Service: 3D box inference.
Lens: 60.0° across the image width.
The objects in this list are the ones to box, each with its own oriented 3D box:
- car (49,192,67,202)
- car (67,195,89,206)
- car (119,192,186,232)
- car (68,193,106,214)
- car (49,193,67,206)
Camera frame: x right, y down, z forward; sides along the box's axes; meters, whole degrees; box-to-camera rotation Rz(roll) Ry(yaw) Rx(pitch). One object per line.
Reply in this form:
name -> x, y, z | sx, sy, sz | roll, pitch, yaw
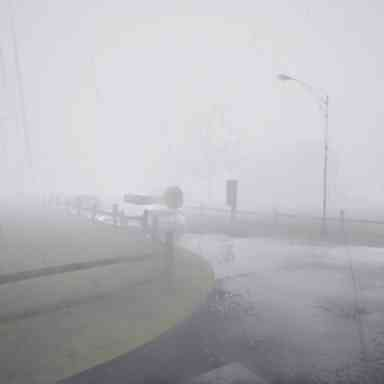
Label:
car -> -23.334, 0.826, 57.750 | 1.882, 1.535, 5.008 | 1, 0, -33
car -> -15.753, 1.126, 45.835 | 1.895, 1.301, 4.718 | 1, 0, -32
car -> -2.483, 1.067, 19.480 | 2.150, 2.045, 5.566 | 1, 0, -32
car -> -9.519, 1.023, 30.542 | 2.097, 1.767, 4.553 | 1, 0, -32
car -> -16.907, 1.044, 42.218 | 2.033, 1.411, 5.357 | 1, 0, -32
